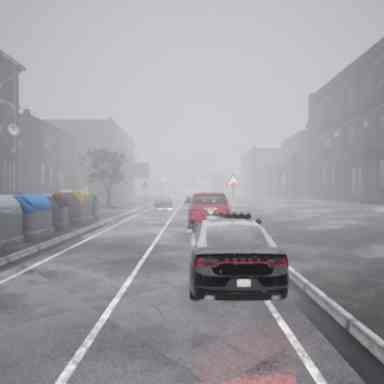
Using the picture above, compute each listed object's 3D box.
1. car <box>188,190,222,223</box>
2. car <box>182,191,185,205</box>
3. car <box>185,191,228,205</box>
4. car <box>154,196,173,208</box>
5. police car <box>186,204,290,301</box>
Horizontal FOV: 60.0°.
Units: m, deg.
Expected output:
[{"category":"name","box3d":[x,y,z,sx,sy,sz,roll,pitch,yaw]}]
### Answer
[{"category":"car","box3d":[0.842,0.931,24.178,2.150,2.045,5.566,0,1,0]},{"category":"car","box3d":[-0.072,0.994,44.928,1.812,1.442,4.674,0,1,0]},{"category":"car","box3d":[0.857,0.995,18.178,2.150,2.045,5.566,0,1,0]},{"category":"car","box3d":[-3.189,1.116,38.099,1.994,1.385,4.181,0,1,0]},{"category":"police car","box3d":[0.880,1.313,8.257,1.930,1.638,5.238,0,1,0]}]
